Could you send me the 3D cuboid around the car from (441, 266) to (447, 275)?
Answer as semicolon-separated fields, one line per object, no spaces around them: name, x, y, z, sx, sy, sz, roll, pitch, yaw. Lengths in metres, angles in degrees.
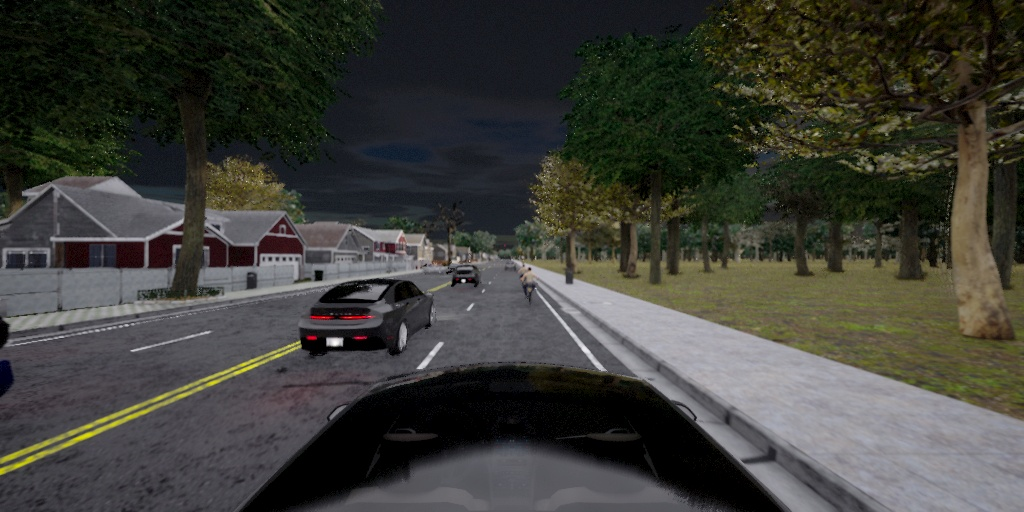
car;-6.843;1.602;43.996;2.033;1.411;5.357;0;0;0

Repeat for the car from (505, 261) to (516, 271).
car;-0.250;1.668;60.659;2.128;1.511;4.902;0;0;0

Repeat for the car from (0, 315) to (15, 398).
car;-6.597;1.353;1.789;1.895;1.301;4.718;0;0;0

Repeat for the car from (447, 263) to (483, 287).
car;-3.293;1.430;26.644;1.837;1.490;4.892;0;0;0

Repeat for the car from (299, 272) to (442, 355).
car;-3.186;1.305;8.835;1.837;1.490;4.892;0;0;0

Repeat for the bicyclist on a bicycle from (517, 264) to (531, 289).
bicyclist on a bicycle;0.789;1.342;24.126;0.866;1.612;1.509;0;0;-1

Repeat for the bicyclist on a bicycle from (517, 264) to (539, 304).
bicyclist on a bicycle;0.779;1.285;15.935;0.866;1.612;1.509;0;0;0

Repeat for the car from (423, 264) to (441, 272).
car;-10.103;1.672;46.108;1.895;1.301;4.718;0;0;0
